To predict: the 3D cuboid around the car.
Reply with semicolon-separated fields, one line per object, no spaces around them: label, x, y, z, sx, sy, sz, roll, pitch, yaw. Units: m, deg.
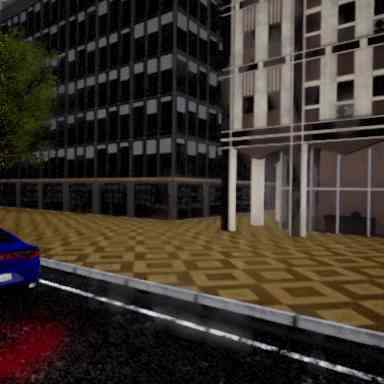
car;-5.471;1.421;7.582;5.008;1.535;1.882;0;0;36
